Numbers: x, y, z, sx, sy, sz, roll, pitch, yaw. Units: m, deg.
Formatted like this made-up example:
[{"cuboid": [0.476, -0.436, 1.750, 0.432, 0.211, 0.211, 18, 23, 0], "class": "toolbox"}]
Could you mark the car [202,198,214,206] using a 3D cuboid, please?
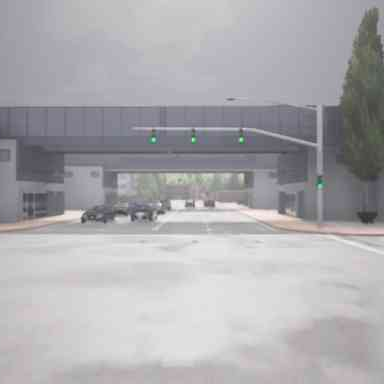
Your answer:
[{"cuboid": [3.233, 2.043, 68.492, 2.128, 1.511, 4.902, 0, 0, 0], "class": "car"}]

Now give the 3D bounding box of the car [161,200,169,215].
[{"cuboid": [-4.114, 1.901, 38.548, 1.994, 1.385, 4.181, 0, 0, 0], "class": "car"}]

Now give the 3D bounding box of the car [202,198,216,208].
[{"cuboid": [3.153, 2.016, 59.104, 1.837, 1.490, 4.892, 0, 0, 0], "class": "car"}]

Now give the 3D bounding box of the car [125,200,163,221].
[{"cuboid": [-4.177, 1.751, 29.638, 2.128, 1.511, 4.902, 0, 0, 2], "class": "car"}]

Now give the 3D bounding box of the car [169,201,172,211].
[{"cuboid": [-4.018, 1.931, 48.927, 1.837, 1.490, 4.892, 0, 0, 1], "class": "car"}]

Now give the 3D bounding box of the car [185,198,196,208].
[{"cuboid": [-0.348, 2.059, 58.906, 2.033, 1.411, 5.357, 0, 0, 0], "class": "car"}]

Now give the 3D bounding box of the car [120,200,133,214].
[{"cuboid": [-7.633, 1.871, 36.816, 2.033, 1.411, 5.357, 0, 0, 0], "class": "car"}]

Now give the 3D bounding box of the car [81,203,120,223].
[{"cuboid": [-7.706, 1.808, 27.615, 1.994, 1.385, 4.181, 0, 0, 1], "class": "car"}]

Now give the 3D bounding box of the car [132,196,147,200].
[{"cuboid": [-7.529, 1.634, 47.338, 2.150, 2.045, 5.566, 0, 0, 0], "class": "car"}]

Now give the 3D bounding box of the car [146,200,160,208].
[{"cuboid": [-7.316, 2.191, 62.795, 1.895, 1.301, 4.718, 0, 0, 0], "class": "car"}]

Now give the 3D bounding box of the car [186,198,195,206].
[{"cuboid": [-0.266, 2.020, 68.594, 1.882, 1.535, 5.008, 0, 0, 0], "class": "car"}]
